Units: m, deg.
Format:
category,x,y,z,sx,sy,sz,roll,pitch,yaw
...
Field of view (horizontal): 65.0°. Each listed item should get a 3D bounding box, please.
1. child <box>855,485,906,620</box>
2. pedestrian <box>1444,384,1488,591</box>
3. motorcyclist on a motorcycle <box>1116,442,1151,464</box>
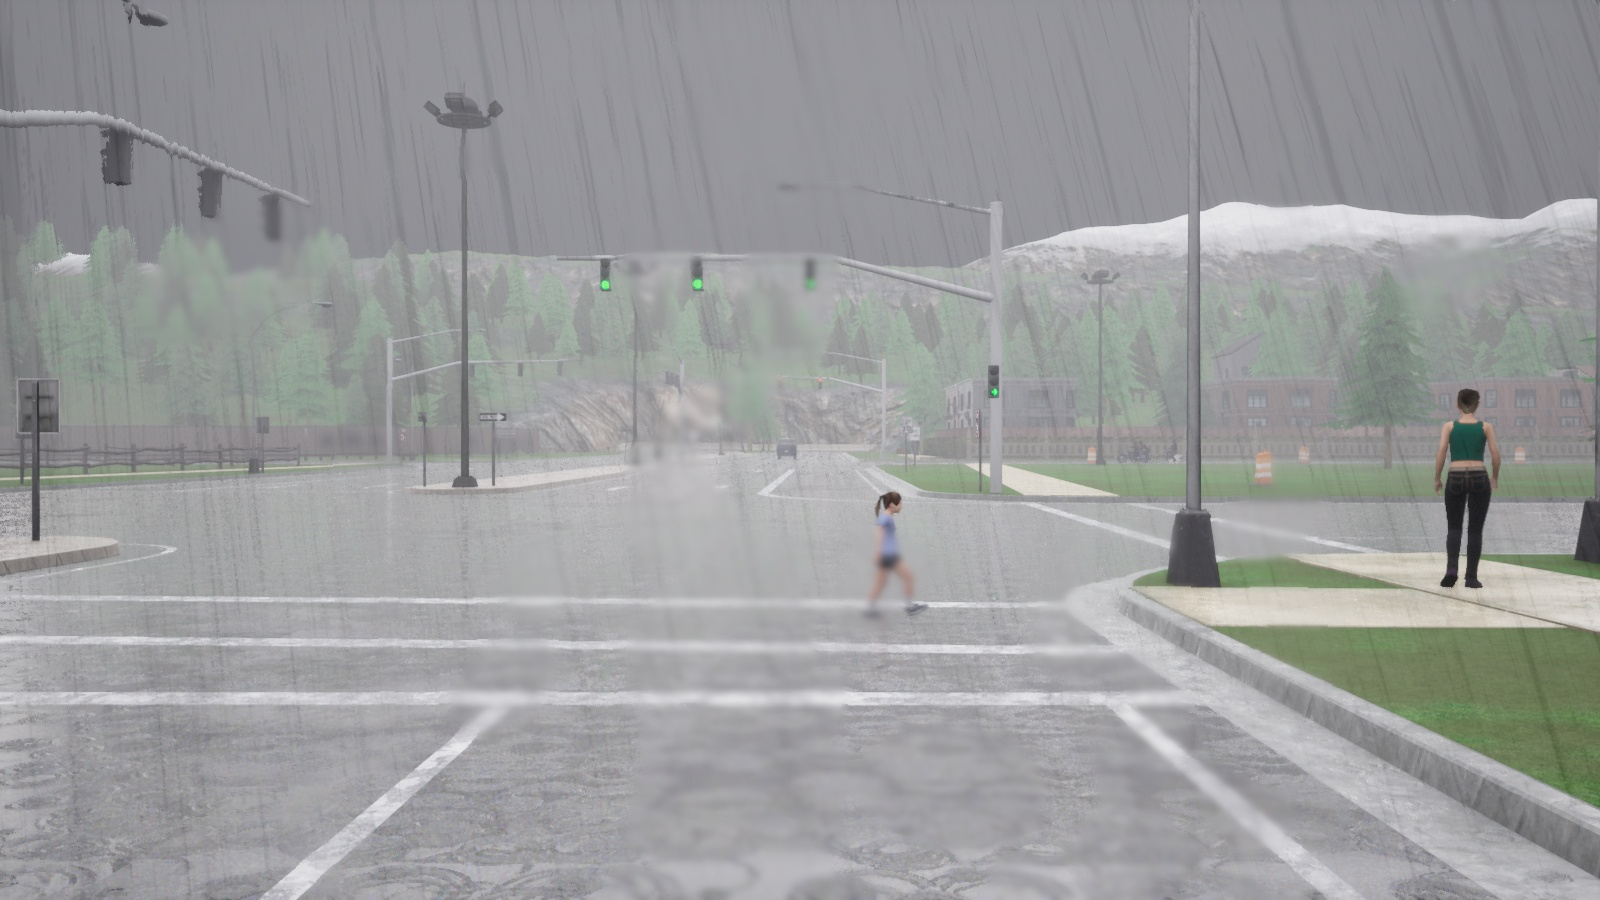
category,x,y,z,sx,sy,sz,roll,pitch,yaw
child,0.682,0.859,10.613,0.394,1.110,0.255,0,0,-5
pedestrian,6.082,0.329,11.466,0.345,1.836,0.594,0,0,29
motorcyclist on a motorcycle,24.720,0.220,93.153,2.350,1.649,0.766,0,0,1
